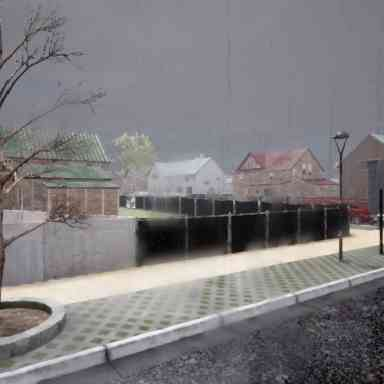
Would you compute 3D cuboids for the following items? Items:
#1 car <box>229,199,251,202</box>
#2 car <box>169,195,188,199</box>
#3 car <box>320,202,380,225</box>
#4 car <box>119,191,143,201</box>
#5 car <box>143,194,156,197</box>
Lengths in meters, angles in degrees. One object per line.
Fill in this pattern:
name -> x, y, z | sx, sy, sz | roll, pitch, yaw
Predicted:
car -> 4.521, 1.328, 31.248 | 2.033, 1.411, 5.357 | 0, 1, -34
car -> -1.578, 1.172, 40.206 | 1.837, 1.490, 4.892 | 0, 1, -34
car -> 10.242, 1.410, 22.742 | 1.812, 1.442, 4.674 | 0, 1, -32
car -> -10.075, 0.475, 52.833 | 2.097, 1.767, 4.553 | 0, 1, -34
car -> -7.086, 1.061, 53.506 | 2.033, 1.411, 5.357 | 0, 1, -35
